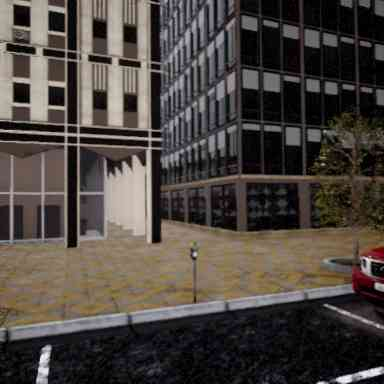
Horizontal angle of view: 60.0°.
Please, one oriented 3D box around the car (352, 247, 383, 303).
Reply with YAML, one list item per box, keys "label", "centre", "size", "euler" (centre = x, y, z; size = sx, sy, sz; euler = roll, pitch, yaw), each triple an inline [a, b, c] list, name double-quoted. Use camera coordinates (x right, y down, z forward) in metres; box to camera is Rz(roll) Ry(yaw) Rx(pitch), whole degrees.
- label: "car"
  centre: [5.906, 1.472, 7.140]
  size: [5.009, 1.841, 2.192]
  euler: [0, -2, -21]
